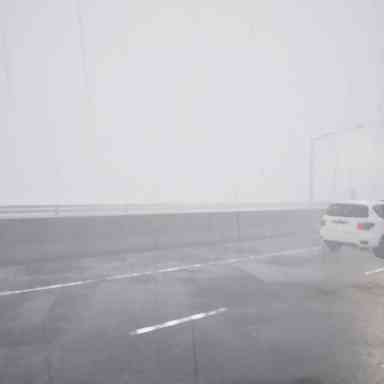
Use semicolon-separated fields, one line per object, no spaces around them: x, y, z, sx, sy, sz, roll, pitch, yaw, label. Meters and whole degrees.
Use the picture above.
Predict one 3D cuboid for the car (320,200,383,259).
7.512;1.352;13.470;5.566;2.045;2.150;1;0;-35;car
